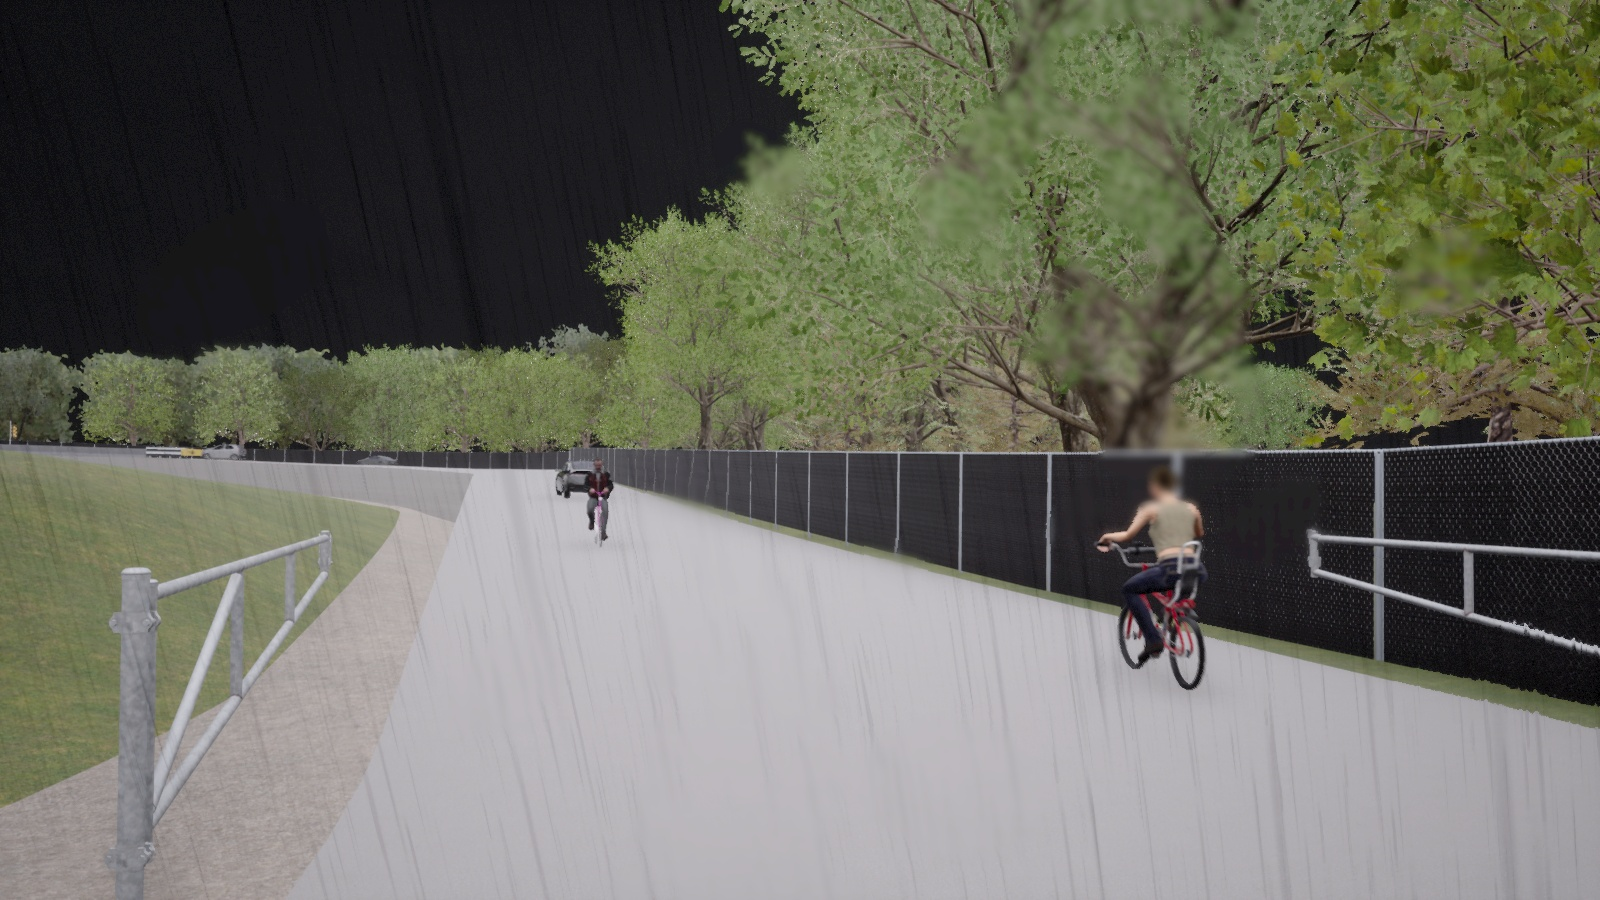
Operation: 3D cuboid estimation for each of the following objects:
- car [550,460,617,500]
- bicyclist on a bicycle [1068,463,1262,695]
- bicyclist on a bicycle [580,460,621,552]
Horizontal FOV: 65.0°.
[{"bbox_3d":[-8.985,1.210,51.797,2.128,1.511,4.902,0,0,-17],"label":"car"},{"bbox_3d":[2.727,0.914,9.573,0.866,1.612,1.509,0,-1,-8],"label":"bicyclist on a bicycle"},{"bbox_3d":[-3.992,1.085,25.017,0.659,1.776,1.843,0,-1,-14],"label":"bicyclist on a bicycle"}]
